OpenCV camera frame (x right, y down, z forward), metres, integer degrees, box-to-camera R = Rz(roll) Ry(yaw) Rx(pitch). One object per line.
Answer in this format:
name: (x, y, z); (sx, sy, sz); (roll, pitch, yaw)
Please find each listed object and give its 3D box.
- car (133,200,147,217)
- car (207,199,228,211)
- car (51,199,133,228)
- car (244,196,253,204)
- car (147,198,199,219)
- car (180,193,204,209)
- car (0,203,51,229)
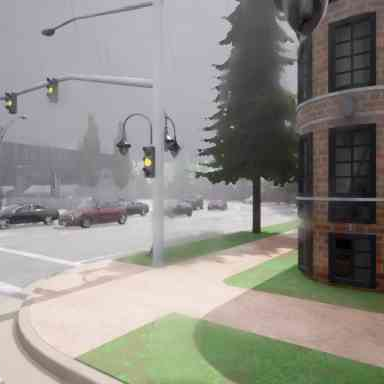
car: (-5.814, 1.491, 29.431); (2.128, 1.511, 4.902); (0, 0, 31)
car: (3.152, 1.564, 40.443); (1.994, 1.385, 4.181); (0, 0, 15)
car: (-6.501, 1.352, 22.114); (2.097, 1.767, 4.553); (0, 0, 34)
car: (11.104, 1.525, 61.563); (1.812, 1.442, 4.674); (0, 0, -10)
car: (-1.583, 1.525, 29.628); (1.812, 1.442, 4.674); (0, 0, 31)
car: (-0.083, 1.218, 41.451); (2.150, 2.045, 5.566); (0, 0, 16)
car: (-11.079, 1.491, 21.644); (2.128, 1.511, 4.902); (0, 0, 35)
